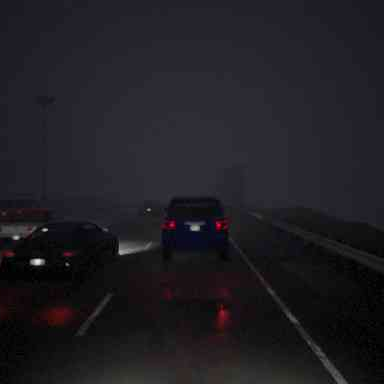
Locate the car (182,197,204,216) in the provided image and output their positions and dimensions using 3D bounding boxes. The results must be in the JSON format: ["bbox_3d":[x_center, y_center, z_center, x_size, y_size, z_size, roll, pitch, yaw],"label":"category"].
[{"bbox_3d":[0.098,1.284,30.880,1.837,1.490,4.892,0,0,0],"label":"car"}]

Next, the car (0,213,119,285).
[{"bbox_3d":[-3.401,1.497,9.334,1.994,1.385,4.181,0,0,0],"label":"car"}]

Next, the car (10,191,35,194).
[{"bbox_3d":[-21.089,0.933,40.760,2.150,2.045,5.566,0,0,0],"label":"car"}]

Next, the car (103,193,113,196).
[{"bbox_3d":[-20.571,0.949,81.856,1.994,1.385,4.181,0,0,1],"label":"car"}]

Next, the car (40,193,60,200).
[{"bbox_3d":[-31.277,1.015,73.386,2.033,1.411,5.357,0,0,1],"label":"car"}]

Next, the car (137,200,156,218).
[{"bbox_3d":[-3.403,1.362,28.232,1.994,1.385,4.181,0,0,0],"label":"car"}]

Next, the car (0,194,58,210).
[{"bbox_3d":[-10.401,1.204,20.563,2.097,1.767,4.553,0,0,0],"label":"car"}]

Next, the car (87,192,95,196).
[{"bbox_3d":[-27.385,0.690,90.251,1.812,1.442,4.674,0,0,1],"label":"car"}]

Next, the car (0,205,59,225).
[{"bbox_3d":[-6.902,1.491,15.280,1.895,1.301,4.718,0,0,0],"label":"car"}]

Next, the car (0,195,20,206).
[{"bbox_3d":[-28.053,1.193,49.631,2.033,1.411,5.357,0,0,1],"label":"car"}]

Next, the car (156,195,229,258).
[{"bbox_3d":[0.110,1.132,12.426,2.150,2.045,5.566,0,0,0],"label":"car"}]

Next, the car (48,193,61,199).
[{"bbox_3d":[-24.519,1.190,57.562,1.895,1.301,4.718,0,0,1],"label":"car"}]
